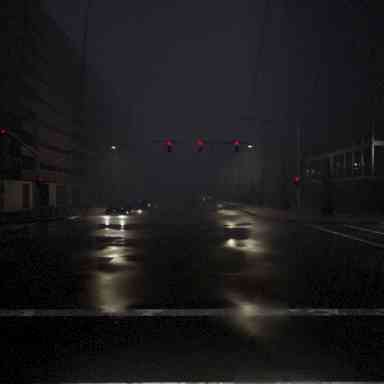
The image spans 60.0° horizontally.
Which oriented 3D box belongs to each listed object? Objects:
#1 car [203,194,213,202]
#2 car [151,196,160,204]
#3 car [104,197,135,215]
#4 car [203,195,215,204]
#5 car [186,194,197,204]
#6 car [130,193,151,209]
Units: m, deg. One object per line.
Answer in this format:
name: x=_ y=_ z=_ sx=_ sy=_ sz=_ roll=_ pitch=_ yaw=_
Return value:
car: x=3.456 y=1.355 z=74.574 sx=2.097 sy=1.767 sz=4.553 roll=0 pitch=0 yaw=1
car: x=-7.217 y=1.547 z=63.137 sx=2.033 sy=1.411 sz=5.357 roll=0 pitch=0 yaw=1
car: x=-7.471 y=1.525 z=34.219 sx=1.812 sy=1.442 sz=4.674 roll=0 pitch=0 yaw=0
car: x=3.453 y=1.491 z=64.709 sx=2.128 sy=1.511 sz=4.902 roll=0 pitch=0 yaw=1
car: x=-0.046 y=1.563 z=64.617 sx=1.994 sy=1.385 sz=4.181 roll=0 pitch=0 yaw=1
car: x=-7.446 y=1.222 z=45.125 sx=2.150 sy=2.045 sz=5.566 roll=0 pitch=0 yaw=1
